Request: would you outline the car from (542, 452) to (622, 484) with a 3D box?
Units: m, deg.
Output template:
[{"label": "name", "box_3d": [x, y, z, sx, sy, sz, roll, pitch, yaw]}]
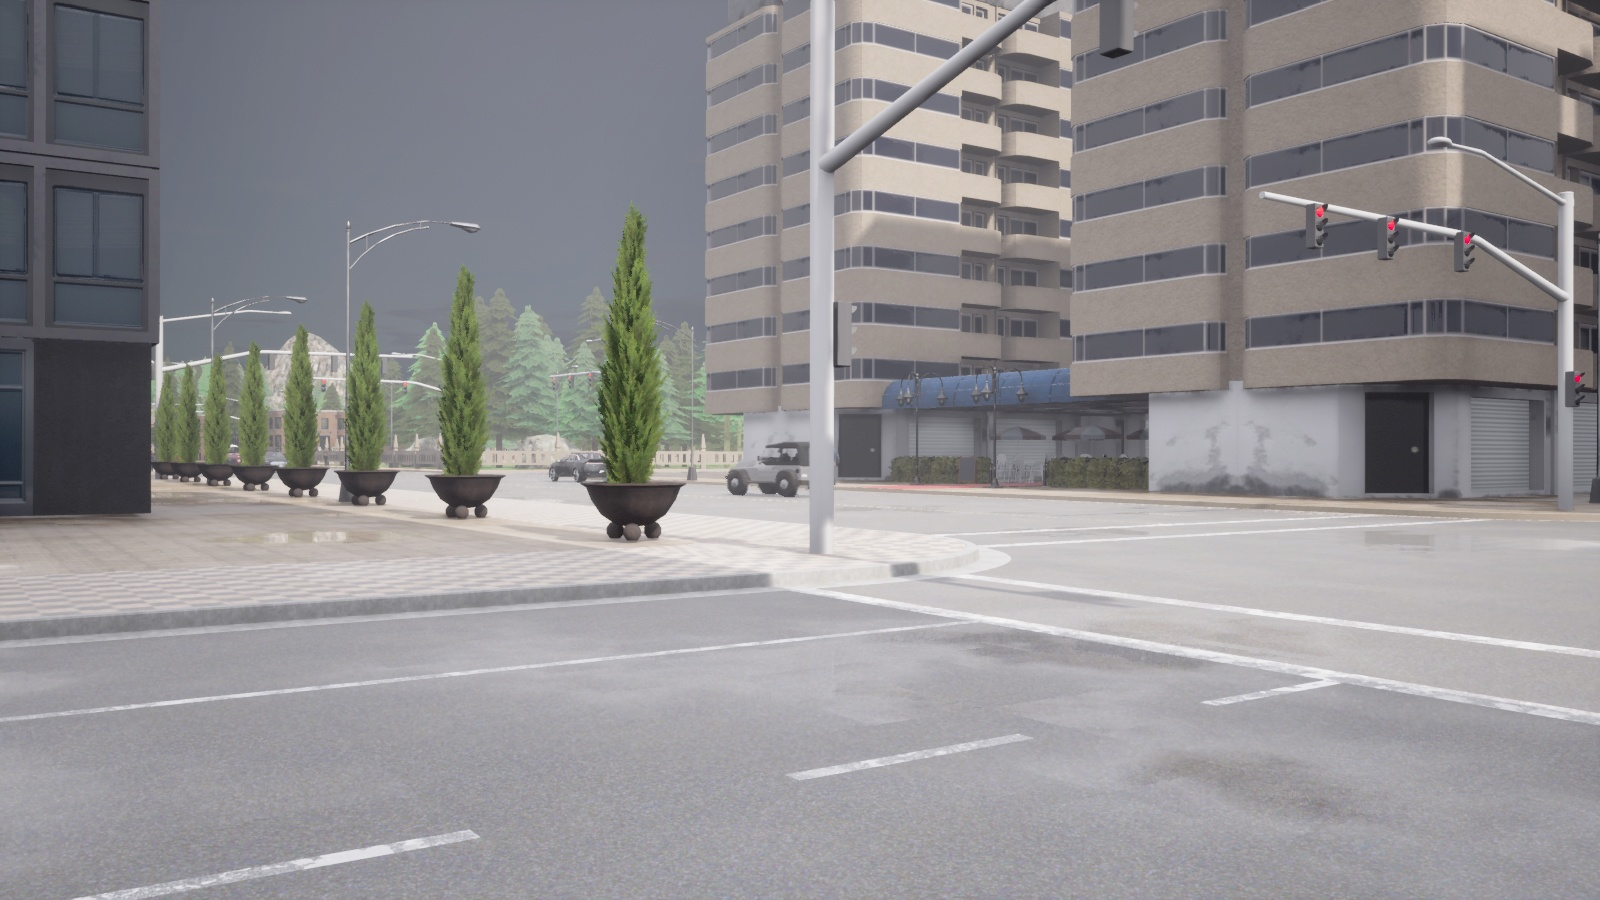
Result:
[{"label": "car", "box_3d": [-11.100, 0.880, 63.618, 2.128, 1.511, 4.902, 0, 0, -34]}]

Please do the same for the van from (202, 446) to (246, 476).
[{"label": "van", "box_3d": [-40.309, 0.769, 87.841, 2.069, 2.038, 4.480, 0, 0, -34]}]

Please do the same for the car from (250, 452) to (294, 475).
[{"label": "car", "box_3d": [-38.355, 0.979, 91.189, 2.033, 1.649, 4.856, 0, 0, -34]}]

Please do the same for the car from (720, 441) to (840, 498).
[{"label": "car", "box_3d": [-0.712, 0.648, 43.228, 3.866, 1.878, 1.905, 0, 0, 42]}]
